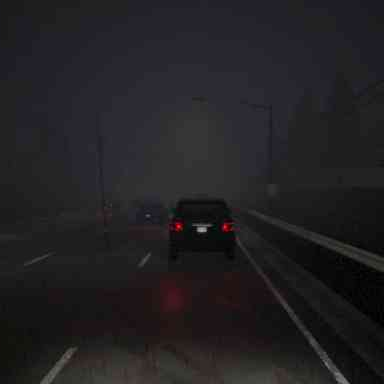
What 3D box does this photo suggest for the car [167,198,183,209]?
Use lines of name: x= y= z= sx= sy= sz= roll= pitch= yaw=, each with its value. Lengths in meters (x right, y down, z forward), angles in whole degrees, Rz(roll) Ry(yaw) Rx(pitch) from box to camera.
car: x=-2.296 y=1.507 z=45.952 sx=1.994 sy=1.385 sz=4.181 roll=0 pitch=0 yaw=1

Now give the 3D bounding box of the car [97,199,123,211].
car: x=-9.474 y=1.504 z=38.965 sx=1.895 sy=1.301 sz=4.718 roll=0 pitch=0 yaw=2

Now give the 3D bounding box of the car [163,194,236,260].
car: x=0.363 y=1.212 z=12.547 sx=2.150 sy=2.045 sz=5.566 roll=0 pitch=0 yaw=1

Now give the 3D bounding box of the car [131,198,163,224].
car: x=-2.838 y=1.437 z=24.484 sx=1.882 sy=1.535 sz=5.008 roll=0 pitch=0 yaw=1

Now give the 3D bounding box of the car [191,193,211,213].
car: x=1.026 y=1.195 z=38.778 sx=2.150 sy=2.045 sz=5.566 roll=0 pitch=1 yaw=1

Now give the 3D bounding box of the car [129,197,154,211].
car: x=-6.067 y=1.429 z=39.165 sx=1.837 sy=1.490 sz=4.892 roll=0 pitch=0 yaw=1
